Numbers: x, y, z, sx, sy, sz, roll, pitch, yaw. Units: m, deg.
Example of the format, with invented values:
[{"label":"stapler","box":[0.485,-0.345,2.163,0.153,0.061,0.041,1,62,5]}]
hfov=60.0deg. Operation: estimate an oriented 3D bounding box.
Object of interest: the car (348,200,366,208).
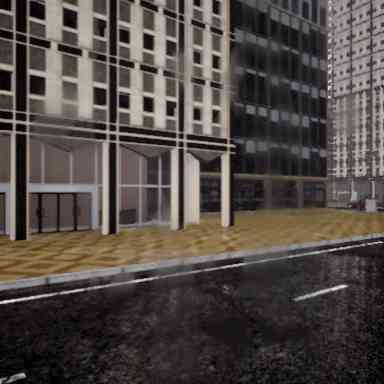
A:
[{"label":"car","box":[27.561,1.926,53.845,1.887,1.381,4.507,0,0,-34]}]
